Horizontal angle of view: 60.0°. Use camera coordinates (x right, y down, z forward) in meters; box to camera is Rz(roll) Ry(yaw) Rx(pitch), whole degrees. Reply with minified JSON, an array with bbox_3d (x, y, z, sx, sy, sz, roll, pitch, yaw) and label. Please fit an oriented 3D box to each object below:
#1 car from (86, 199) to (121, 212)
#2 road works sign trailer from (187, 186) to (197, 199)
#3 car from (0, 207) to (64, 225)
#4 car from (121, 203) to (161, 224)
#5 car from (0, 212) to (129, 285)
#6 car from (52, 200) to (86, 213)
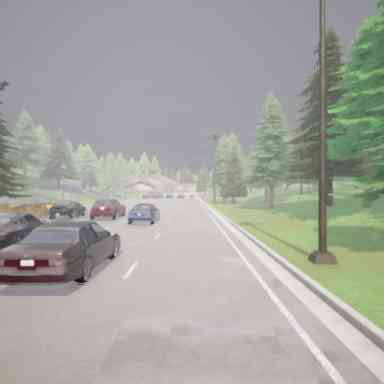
[{"bbox_3d":[-6.939,1.328,27.923,2.097,1.767,4.553,0,0,0],"label":"car"},{"bbox_3d":[-0.010,0.393,84.612,2.380,3.560,2.880,0,0,0],"label":"road works sign trailer"},{"bbox_3d":[-6.932,1.516,12.956,1.812,1.442,4.674,0,0,0],"label":"car"},{"bbox_3d":[-3.466,1.527,24.495,2.033,1.411,5.357,0,0,1],"label":"car"},{"bbox_3d":[-3.458,1.540,9.527,2.033,1.411,5.357,0,0,0],"label":"car"},{"bbox_3d":[-10.437,1.483,28.293,1.837,1.490,4.892,0,1,0],"label":"car"}]
